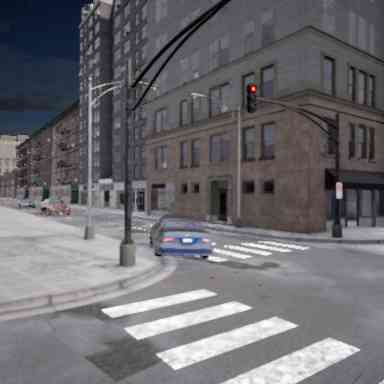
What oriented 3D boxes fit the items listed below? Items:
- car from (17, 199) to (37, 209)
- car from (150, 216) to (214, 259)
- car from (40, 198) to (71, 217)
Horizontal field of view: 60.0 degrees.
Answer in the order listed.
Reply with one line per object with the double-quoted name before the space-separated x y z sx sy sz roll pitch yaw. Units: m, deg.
"car" -23.418 1.690 46.977 2.033 1.411 5.357 0 0 -35
"car" -0.549 1.604 12.635 2.033 1.411 5.357 3 -2 -10
"car" -13.489 1.441 32.824 2.097 1.767 4.553 0 0 -35
